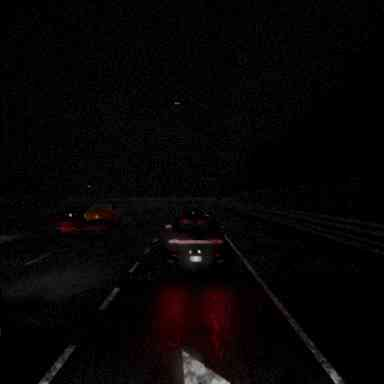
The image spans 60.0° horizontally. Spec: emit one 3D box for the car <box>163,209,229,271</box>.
[{"bbox_3d":[0.100,1.534,11.050,2.128,1.511,4.902,0,0,0],"label":"car"}]

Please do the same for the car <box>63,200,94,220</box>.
[{"bbox_3d":[-10.402,1.747,30.895,1.837,1.490,4.892,0,-1,0],"label":"car"}]

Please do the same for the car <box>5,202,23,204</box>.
[{"bbox_3d":[-24.584,2.046,45.674,2.033,1.411,5.357,0,-1,0],"label":"car"}]

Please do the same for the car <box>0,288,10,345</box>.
[{"bbox_3d":[-3.499,1.499,2.778,2.128,1.511,4.902,0,0,0],"label":"car"}]

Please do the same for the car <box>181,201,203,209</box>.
[{"bbox_3d":[0.098,1.802,33.190,1.812,1.442,4.674,0,-1,0],"label":"car"}]

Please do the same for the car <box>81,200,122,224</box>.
[{"bbox_3d":[-6.901,1.662,26.617,1.882,1.535,5.008,0,-1,0],"label":"car"}]
